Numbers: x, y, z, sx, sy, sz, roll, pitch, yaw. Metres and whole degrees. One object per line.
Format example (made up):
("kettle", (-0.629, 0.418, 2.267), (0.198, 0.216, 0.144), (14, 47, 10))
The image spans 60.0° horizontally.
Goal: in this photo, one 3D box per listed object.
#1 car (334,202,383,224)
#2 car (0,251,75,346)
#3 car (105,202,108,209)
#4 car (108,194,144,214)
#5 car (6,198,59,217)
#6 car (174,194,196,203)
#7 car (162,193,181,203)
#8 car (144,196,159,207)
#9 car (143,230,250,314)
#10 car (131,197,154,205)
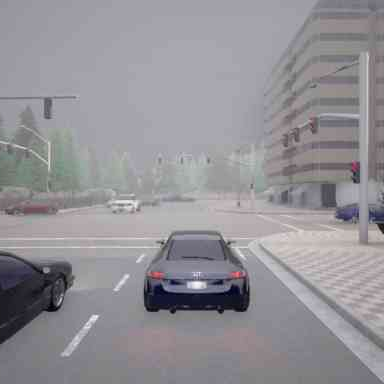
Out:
("car", (13.232, 1.533, 24.680), (5.008, 1.535, 1.882), (0, 0, 1))
("car", (-3.427, 1.547, 4.668), (2.033, 1.411, 5.357), (0, 0, 0))
("car", (-10.332, 1.526, 45.540), (1.812, 1.442, 4.674), (0, 0, 3))
("car", (-7.036, 1.243, 35.877), (2.150, 2.045, 5.566), (0, 1, 1))
("car", (-15.454, 1.408, 32.312), (4.553, 1.767, 2.097), (0, -1, -30))
("car", (-1.129, 1.601, 68.424), (1.895, 1.301, 4.718), (0, 0, 30))
("car", (-4.053, 1.225, 70.457), (2.150, 2.045, 5.566), (0, 0, 31))
("car", (-6.492, 1.351, 50.897), (2.097, 1.767, 4.553), (0, 0, 7))
("car", (0.091, 1.564, 7.703), (1.994, 1.385, 4.181), (0, 0, 0))
("car", (-8.691, 1.547, 59.221), (2.033, 1.411, 5.357), (0, 0, 16))
